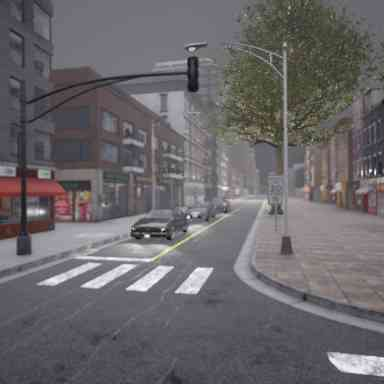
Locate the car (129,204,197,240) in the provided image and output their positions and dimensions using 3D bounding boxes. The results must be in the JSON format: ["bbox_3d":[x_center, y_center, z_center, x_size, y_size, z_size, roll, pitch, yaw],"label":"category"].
[{"bbox_3d":[-1.408,1.557,17.285,2.033,1.411,5.357,-1,0,13],"label":"car"}]

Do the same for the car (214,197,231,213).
[{"bbox_3d":[3.027,1.335,36.503,2.097,1.767,4.553,-1,0,13],"label":"car"}]

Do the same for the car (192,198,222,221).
[{"bbox_3d":[0.784,1.487,26.795,2.128,1.511,4.902,-1,0,13],"label":"car"}]
